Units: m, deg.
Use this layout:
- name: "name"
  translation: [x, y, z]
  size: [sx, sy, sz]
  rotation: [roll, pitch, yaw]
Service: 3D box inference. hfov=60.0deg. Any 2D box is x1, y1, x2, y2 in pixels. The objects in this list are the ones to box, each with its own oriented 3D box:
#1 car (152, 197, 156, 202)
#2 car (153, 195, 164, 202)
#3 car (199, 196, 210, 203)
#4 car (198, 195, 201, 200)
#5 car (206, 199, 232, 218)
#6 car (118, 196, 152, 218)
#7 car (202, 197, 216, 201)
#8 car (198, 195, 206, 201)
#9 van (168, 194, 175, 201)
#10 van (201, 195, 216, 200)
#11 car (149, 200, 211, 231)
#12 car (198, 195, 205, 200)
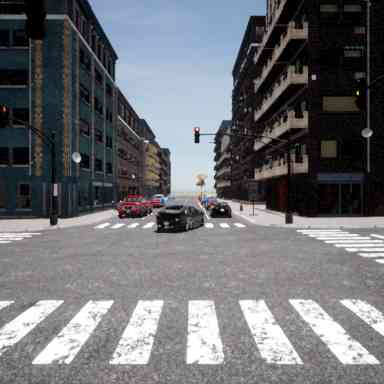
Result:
- name: "car"
  translation: [-5.308, 1.539, 35.752]
  size: [1.887, 1.381, 4.507]
  rotation: [0, 0, 0]
- name: "car"
  translation: [-5.305, 1.533, 46.856]
  size: [1.887, 1.381, 4.507]
  rotation: [0, 0, 0]
- name: "car"
  translation: [2.579, 1.525, 69.063]
  size: [2.008, 1.369, 4.403]
  rotation: [0, 0, 0]
- name: "car"
  translation: [2.577, 1.422, 57.959]
  size: [1.967, 1.590, 4.097]
  rotation: [0, 0, 0]
- name: "car"
  translation: [2.572, 1.562, 30.199]
  size: [1.947, 1.339, 4.313]
  rotation: [0, 0, 0]
- name: "car"
  translation: [-5.308, 1.311, 30.200]
  size: [2.192, 1.841, 5.009]
  rotation: [0, 0, 0]
- name: "car"
  translation: [2.574, 1.573, 41.303]
  size: [1.802, 1.307, 4.206]
  rotation: [0, 0, 0]
- name: "car"
  translation: [2.581, 1.505, 85.719]
  size: [1.887, 1.381, 4.507]
  rotation: [0, 0, 0]
- name: "van"
  translation: [-5.298, 1.301, 85.720]
  size: [1.690, 1.788, 3.998]
  rotation: [0, 0, 0]
- name: "van"
  translation: [2.575, 1.329, 46.855]
  size: [1.690, 1.788, 3.998]
  rotation: [0, 0, 0]
- name: "car"
  translation: [-0.600, 1.506, 20.799]
  size: [1.837, 1.490, 4.892]
  rotation: [2, 1, 20]
- name: "car"
  translation: [2.582, 1.499, 91.272]
  size: [1.887, 1.381, 4.507]
  rotation: [0, 0, 0]
